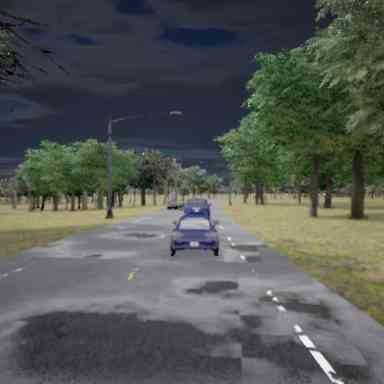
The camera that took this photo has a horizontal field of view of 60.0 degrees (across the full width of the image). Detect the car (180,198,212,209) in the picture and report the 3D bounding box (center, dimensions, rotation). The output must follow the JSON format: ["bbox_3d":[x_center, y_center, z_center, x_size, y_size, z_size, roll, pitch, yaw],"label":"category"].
[{"bbox_3d":[0.442,1.493,27.511,2.150,2.045,5.566,0,0,2],"label":"car"}]

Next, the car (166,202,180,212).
[{"bbox_3d":[-2.415,2.053,46.494,1.895,1.301,4.718,0,-1,3],"label":"car"}]

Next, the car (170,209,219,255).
[{"bbox_3d":[0.140,1.661,13.853,1.812,1.442,4.674,0,0,2],"label":"car"}]
